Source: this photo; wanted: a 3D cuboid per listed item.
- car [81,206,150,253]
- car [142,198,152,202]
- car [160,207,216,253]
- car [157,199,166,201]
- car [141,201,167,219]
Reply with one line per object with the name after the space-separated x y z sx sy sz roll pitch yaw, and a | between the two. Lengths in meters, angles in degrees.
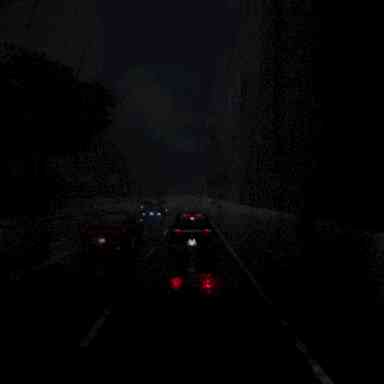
-3.239 1.614 14.481 1.882 1.535 5.008 0 0 0 | car
-9.725 2.121 71.802 1.882 1.535 5.008 0 0 0 | car
0.010 1.627 14.294 2.128 1.511 4.902 0 0 0 | car
-6.475 2.196 71.800 1.994 1.385 4.181 0 0 0 | car
-3.239 1.820 28.996 2.033 1.411 5.357 0 -1 0 | car
